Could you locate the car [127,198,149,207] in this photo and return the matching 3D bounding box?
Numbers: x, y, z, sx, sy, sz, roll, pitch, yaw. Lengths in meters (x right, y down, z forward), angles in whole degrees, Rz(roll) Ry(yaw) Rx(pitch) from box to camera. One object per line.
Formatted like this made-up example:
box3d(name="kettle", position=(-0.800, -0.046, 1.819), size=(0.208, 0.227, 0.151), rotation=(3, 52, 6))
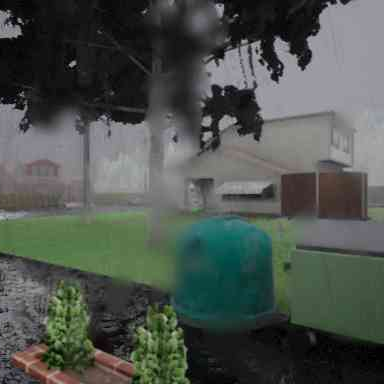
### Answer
box3d(name="car", position=(-8.157, 1.549, 51.879), size=(1.994, 1.385, 4.181), rotation=(0, 0, 36))
